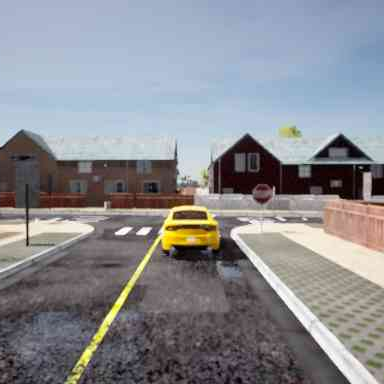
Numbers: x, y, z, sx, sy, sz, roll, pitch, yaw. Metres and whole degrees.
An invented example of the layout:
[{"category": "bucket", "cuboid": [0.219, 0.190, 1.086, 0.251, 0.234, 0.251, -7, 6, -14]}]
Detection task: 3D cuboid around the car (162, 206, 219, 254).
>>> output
[{"category": "car", "cuboid": [-0.105, 1.276, 12.654, 1.882, 1.535, 5.008, 0, 1, -2]}]
